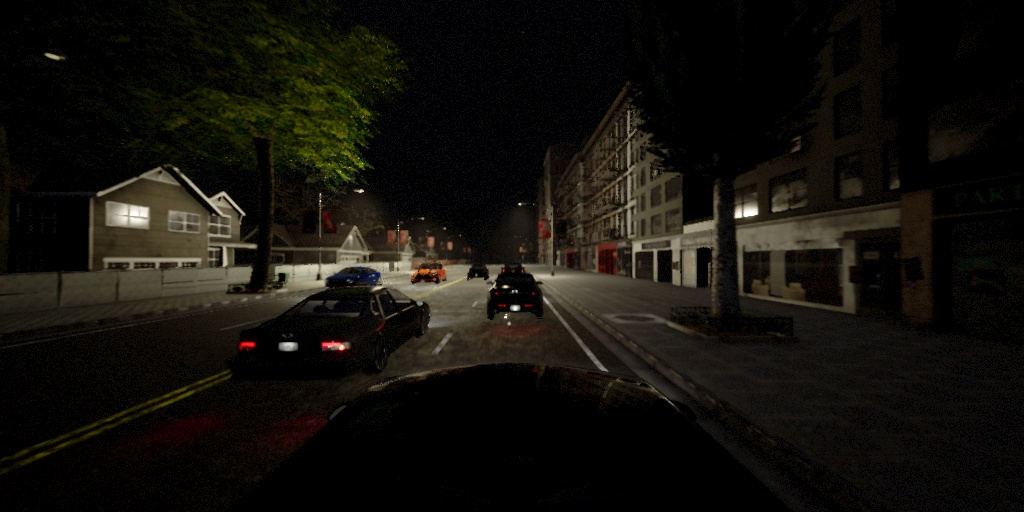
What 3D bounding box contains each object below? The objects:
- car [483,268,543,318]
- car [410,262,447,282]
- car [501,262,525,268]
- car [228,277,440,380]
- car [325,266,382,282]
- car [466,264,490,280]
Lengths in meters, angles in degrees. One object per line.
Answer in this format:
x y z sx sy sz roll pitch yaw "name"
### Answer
0.099 1.348 13.362 1.837 1.490 4.892 0 0 0 "car"
-6.590 1.312 28.742 2.097 1.767 4.553 0 0 0 "car"
0.099 1.330 31.270 2.097 1.767 4.553 0 0 0 "car"
-3.155 1.344 7.570 2.033 1.411 5.357 0 0 0 "car"
-9.848 1.392 22.571 1.882 1.535 5.008 0 0 0 "car"
-3.151 1.523 34.056 1.812 1.442 4.674 0 0 0 "car"
